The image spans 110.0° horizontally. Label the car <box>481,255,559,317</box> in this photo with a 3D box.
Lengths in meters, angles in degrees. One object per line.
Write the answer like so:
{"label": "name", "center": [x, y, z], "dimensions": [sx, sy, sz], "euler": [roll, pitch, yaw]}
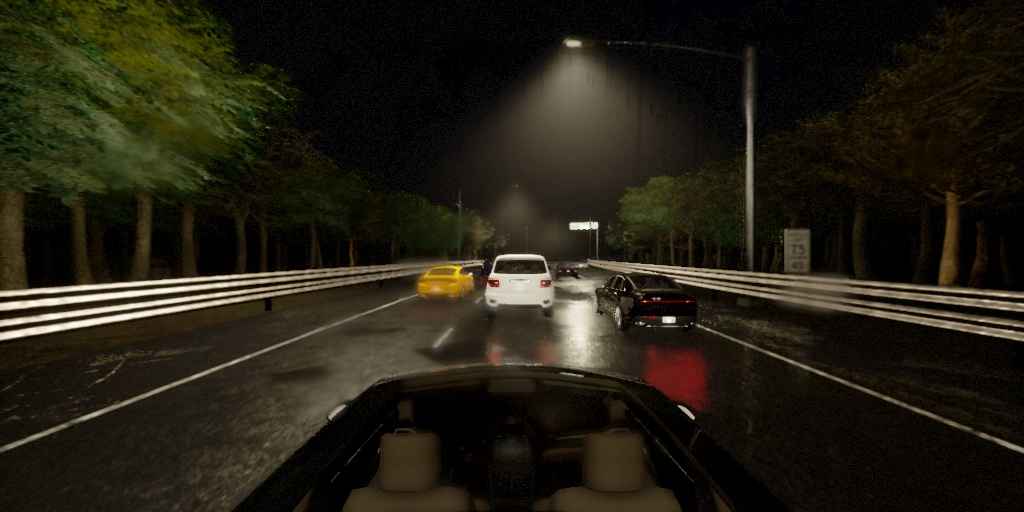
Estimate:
{"label": "car", "center": [0.317, 0.971, 13.271], "dimensions": [2.150, 2.045, 5.566], "euler": [0, 0, 2]}

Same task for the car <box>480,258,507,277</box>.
{"label": "car", "center": [-1.804, 1.097, 36.276], "dimensions": [2.097, 1.767, 4.553], "euler": [0, 0, 5]}

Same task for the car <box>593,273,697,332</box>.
{"label": "car", "center": [3.762, 1.258, 10.876], "dimensions": [1.837, 1.490, 4.892], "euler": [0, 0, 1]}

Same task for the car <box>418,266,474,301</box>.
{"label": "car", "center": [-3.029, 1.223, 17.324], "dimensions": [1.882, 1.535, 5.008], "euler": [0, 0, 2]}

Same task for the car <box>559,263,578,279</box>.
{"label": "car", "center": [4.867, 1.300, 32.302], "dimensions": [2.033, 1.411, 5.357], "euler": [0, 0, 5]}
